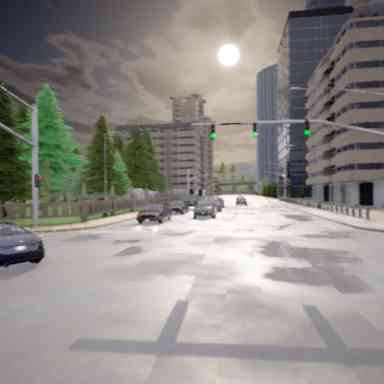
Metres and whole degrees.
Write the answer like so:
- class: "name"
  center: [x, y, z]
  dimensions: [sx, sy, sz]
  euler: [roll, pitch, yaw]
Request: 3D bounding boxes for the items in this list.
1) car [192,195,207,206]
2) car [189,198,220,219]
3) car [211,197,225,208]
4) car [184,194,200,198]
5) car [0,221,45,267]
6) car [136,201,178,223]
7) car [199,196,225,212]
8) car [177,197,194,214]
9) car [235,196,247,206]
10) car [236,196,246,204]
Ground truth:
- class: "car"
  center: [1.275, 1.446, 56.236]
  dimensions: [2.097, 1.767, 4.553]
  euler: [-1, 0, 8]
- class: "car"
  center: [1.242, 1.550, 30.292]
  dimensions: [1.837, 1.490, 4.892]
  euler: [-1, 0, 8]
- class: "car"
  center: [3.917, 1.560, 49.645]
  dimensions: [1.837, 1.490, 4.892]
  euler: [-1, 0, 8]
- class: "car"
  center: [-0.093, 1.310, 46.340]
  dimensions: [2.150, 2.045, 5.566]
  euler: [-1, 0, 8]
- class: "car"
  center: [-6.771, 1.652, 10.932]
  dimensions: [4.181, 1.385, 1.994]
  euler: [-1, 0, 33]
- class: "car"
  center: [-2.827, 1.626, 26.274]
  dimensions: [2.033, 1.411, 5.357]
  euler: [-1, 0, 8]
- class: "car"
  center: [2.466, 1.402, 39.334]
  dimensions: [2.097, 1.767, 4.553]
  euler: [-1, 0, 8]
- class: "car"
  center: [-1.487, 1.631, 36.258]
  dimensions: [2.033, 1.411, 5.357]
  euler: [-1, 0, 8]
- class: "car"
  center: [8.436, 1.589, 56.954]
  dimensions: [1.994, 1.385, 4.181]
  euler: [-1, 0, 8]
- class: "car"
  center: [9.753, 1.534, 66.816]
  dimensions: [1.837, 1.490, 4.892]
  euler: [-1, 0, 8]
